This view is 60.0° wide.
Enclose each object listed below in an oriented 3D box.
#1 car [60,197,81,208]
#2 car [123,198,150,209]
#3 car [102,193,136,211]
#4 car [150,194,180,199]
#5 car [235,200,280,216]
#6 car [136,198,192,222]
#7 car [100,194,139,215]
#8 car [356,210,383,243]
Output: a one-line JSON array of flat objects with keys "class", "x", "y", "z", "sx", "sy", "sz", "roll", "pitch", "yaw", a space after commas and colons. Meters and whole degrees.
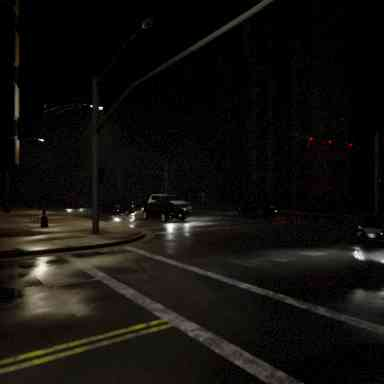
[{"class": "car", "x": -17.323, "y": 1.502, "z": 47.326, "sx": 1.882, "sy": 1.535, "sz": 5.008, "roll": 0, "pitch": 0, "yaw": -36}, {"class": "car", "x": -7.806, "y": 1.541, "z": 46.295, "sx": 1.812, "sy": 1.442, "sz": 4.674, "roll": 0, "pitch": 0, "yaw": -36}, {"class": "car", "x": -9.288, "y": 1.231, "z": 42.139, "sx": 2.150, "sy": 2.045, "sz": 5.566, "roll": 0, "pitch": 0, "yaw": -36}, {"class": "car", "x": -2.312, "y": 1.234, "z": 32.555, "sx": 2.150, "sy": 2.045, "sz": 5.566, "roll": 0, "pitch": 0, "yaw": -36}, {"class": "car", "x": 6.358, "y": 1.523, "z": 32.737, "sx": 1.837, "sy": 1.490, "sz": 4.892, "roll": -1, "pitch": 0, "yaw": -36}, {"class": "car", "x": -2.301, "y": 1.515, "z": 26.597, "sx": 1.837, "sy": 1.490, "sz": 4.892, "roll": 0, "pitch": 0, "yaw": -36}, {"class": "car", "x": -7.635, "y": 1.364, "z": 33.910, "sx": 2.097, "sy": 1.767, "sz": 4.553, "roll": 0, "pitch": 0, "yaw": -36}, {"class": "car", "x": 9.291, "y": 1.504, "z": 14.945, "sx": 4.902, "sy": 1.511, "sz": 2.128, "roll": 0, "pitch": 0, "yaw": -36}]
